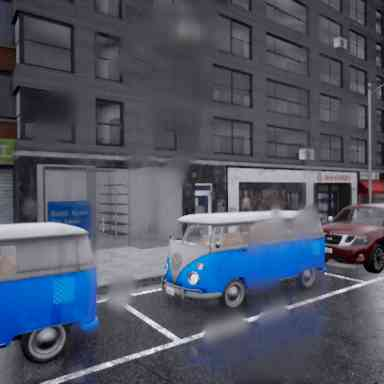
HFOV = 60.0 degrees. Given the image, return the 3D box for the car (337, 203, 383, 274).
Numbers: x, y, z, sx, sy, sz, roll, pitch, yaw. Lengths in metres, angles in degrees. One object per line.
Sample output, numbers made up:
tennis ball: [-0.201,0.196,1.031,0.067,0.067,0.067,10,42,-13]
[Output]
car: [5.830,1.309,10.740,5.009,1.841,2.192,0,-1,-36]

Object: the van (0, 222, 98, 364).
van: [-3.247,1.341,4.228,3.998,1.788,1.690,0,-1,-36]

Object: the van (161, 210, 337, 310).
van: [1.291,1.338,7.484,3.998,1.788,1.690,0,-1,-36]
